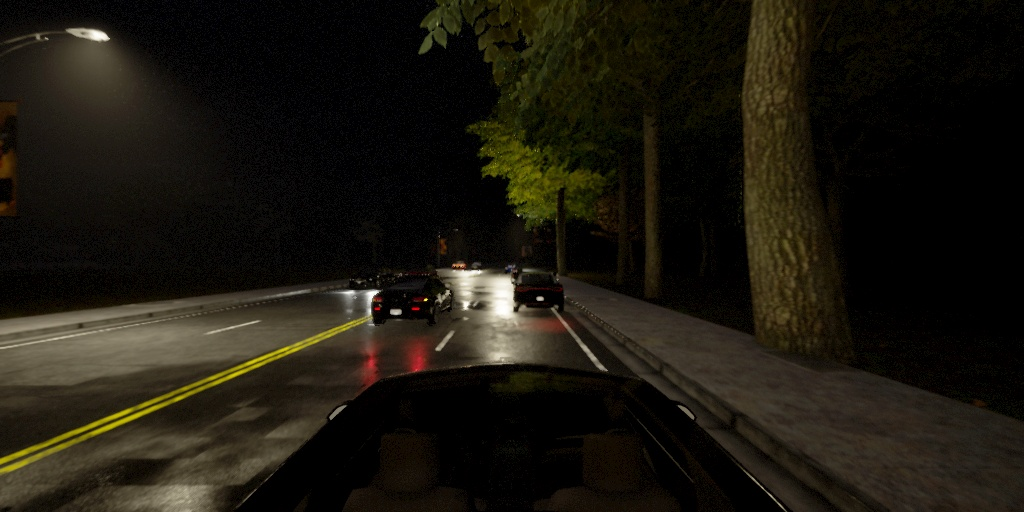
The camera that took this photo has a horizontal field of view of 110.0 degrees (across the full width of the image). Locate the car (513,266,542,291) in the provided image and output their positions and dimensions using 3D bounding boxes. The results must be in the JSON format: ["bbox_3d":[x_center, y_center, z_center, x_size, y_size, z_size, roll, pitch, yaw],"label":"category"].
[{"bbox_3d":[0.976,1.487,24.910,1.837,1.490,4.892,0,-1,0],"label":"car"}]

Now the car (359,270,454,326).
[{"bbox_3d":[-3.163,1.374,12.057,1.812,1.442,4.674,0,-1,0],"label":"car"}]

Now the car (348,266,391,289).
[{"bbox_3d":[-9.846,1.494,25.515,1.837,1.490,4.892,0,-1,0],"label":"car"}]

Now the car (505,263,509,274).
[{"bbox_3d":[0.014,1.816,49.548,1.994,1.385,4.181,0,-1,0],"label":"car"}]

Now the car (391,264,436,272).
[{"bbox_3d":[-6.597,1.340,25.481,2.097,1.767,4.553,0,-1,0],"label":"car"}]

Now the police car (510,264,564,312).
[{"bbox_3d":[0.975,1.304,15.021,1.930,1.638,5.238,0,-1,0],"label":"police car"}]

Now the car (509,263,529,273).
[{"bbox_3d":[0.976,1.398,30.881,2.097,1.767,4.553,0,-1,0],"label":"car"}]
